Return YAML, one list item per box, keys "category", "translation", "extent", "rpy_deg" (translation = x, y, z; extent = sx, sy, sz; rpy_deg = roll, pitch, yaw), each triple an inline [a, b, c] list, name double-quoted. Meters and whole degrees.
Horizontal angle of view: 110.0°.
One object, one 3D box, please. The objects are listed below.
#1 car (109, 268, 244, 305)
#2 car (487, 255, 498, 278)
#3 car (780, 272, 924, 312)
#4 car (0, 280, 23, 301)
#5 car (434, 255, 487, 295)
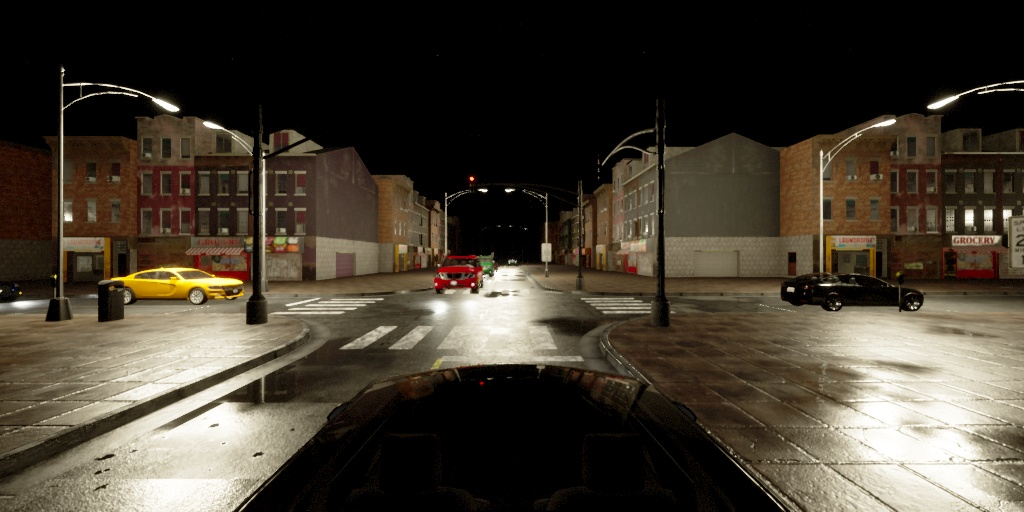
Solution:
- category: "car"
  translation: [-14.589, 1.270, 15.759]
  extent: [5.008, 1.535, 1.882]
  rpy_deg: [0, 0, 2]
- category: "car"
  translation: [-2.836, 0.980, 34.473]
  extent: [2.150, 2.045, 5.566]
  rpy_deg: [0, 1, 0]
- category: "car"
  translation: [12.357, 1.266, 13.210]
  extent: [4.313, 1.339, 1.948]
  rpy_deg: [0, 0, 0]
- category: "car"
  translation: [-24.593, 1.391, 15.788]
  extent: [4.181, 1.385, 1.994]
  rpy_deg: [0, 0, 0]
- category: "car"
  translation: [-2.843, 0.980, 20.310]
  extent: [2.150, 2.045, 5.566]
  rpy_deg: [0, 0, 0]
